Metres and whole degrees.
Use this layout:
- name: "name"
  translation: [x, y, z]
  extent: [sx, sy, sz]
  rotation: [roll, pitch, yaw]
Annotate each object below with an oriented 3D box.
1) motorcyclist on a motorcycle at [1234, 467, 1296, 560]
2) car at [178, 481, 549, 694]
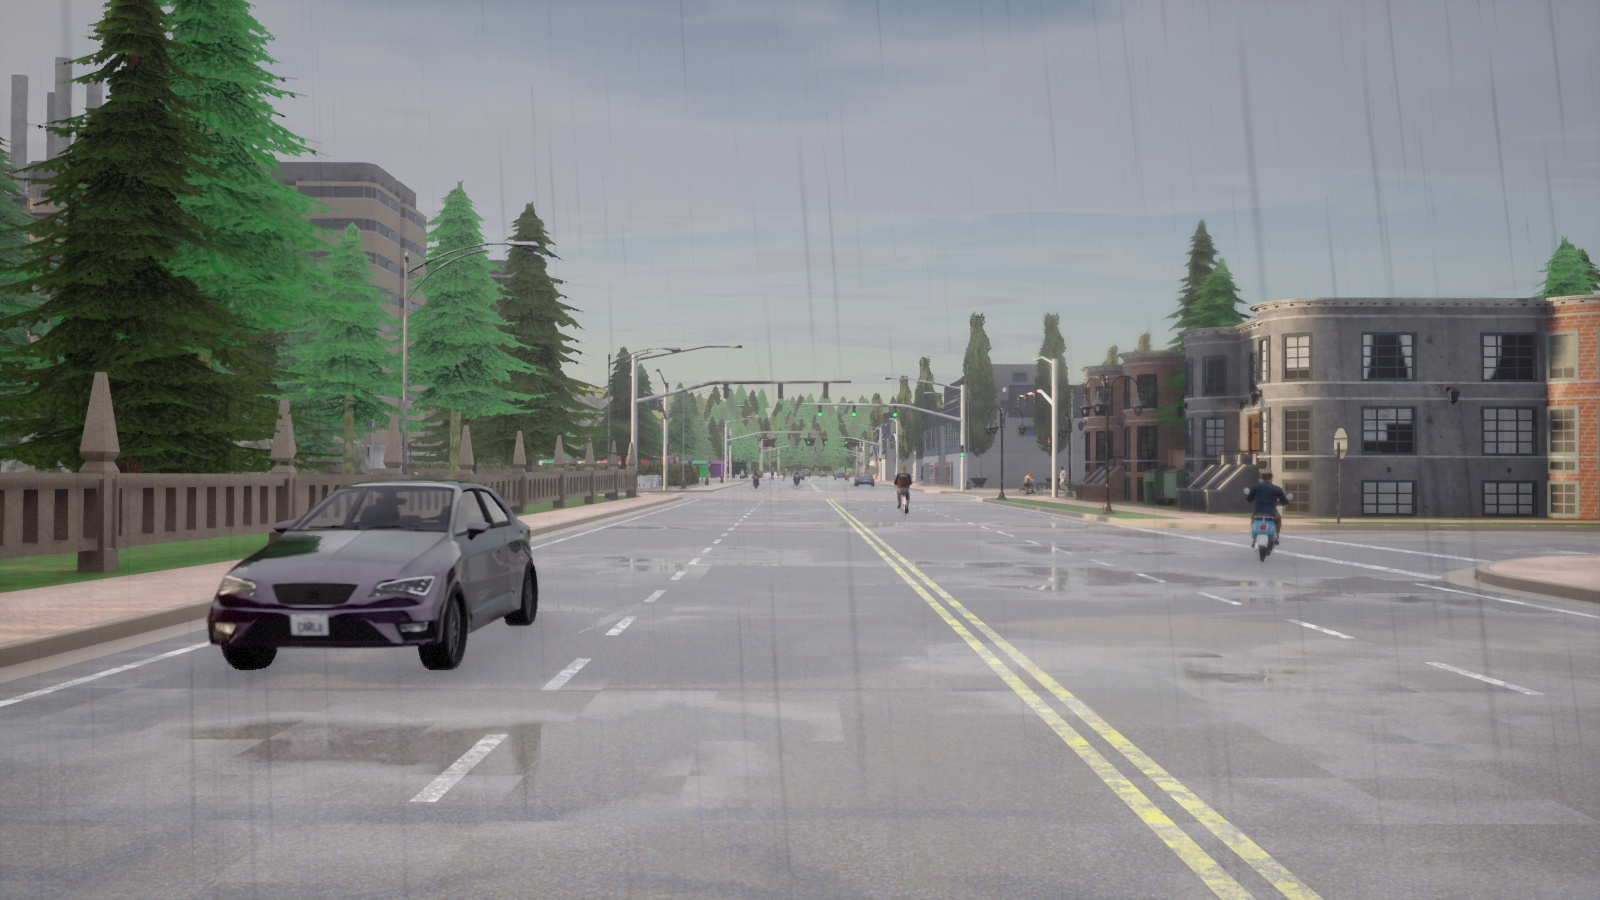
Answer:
- name: "motorcyclist on a motorcycle"
  translation: [8.468, 1.116, 22.830]
  extent: [0.866, 1.590, 1.817]
  rotation: [2, 0, 25]
- name: "car"
  translation: [-3.526, 1.027, 11.042]
  extent: [1.816, 1.474, 4.193]
  rotation: [0, -1, 0]
